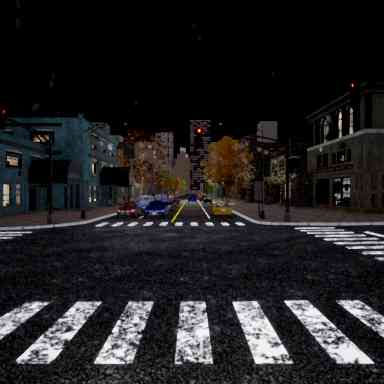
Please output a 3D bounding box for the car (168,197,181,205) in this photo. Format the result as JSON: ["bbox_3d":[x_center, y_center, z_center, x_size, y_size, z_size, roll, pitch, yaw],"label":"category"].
[{"bbox_3d":[-3.068,1.589,58.586,1.895,1.301,4.718,0,0,0],"label":"car"}]

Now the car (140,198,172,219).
[{"bbox_3d":[-3.121,1.520,29.660,1.812,1.442,4.674,0,0,0],"label":"car"}]

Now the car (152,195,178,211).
[{"bbox_3d":[-3.104,1.484,38.859,2.128,1.511,4.902,0,0,0],"label":"car"}]

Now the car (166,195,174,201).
[{"bbox_3d":[-5.705,1.526,85.868,1.887,1.381,4.507,0,0,0],"label":"car"}]

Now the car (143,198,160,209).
[{"bbox_3d":[-5.699,1.536,47.045,1.887,1.381,4.507,0,0,0],"label":"car"}]

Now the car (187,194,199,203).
[{"bbox_3d":[0.057,1.463,70.837,1.882,1.535,5.008,0,0,0],"label":"car"}]

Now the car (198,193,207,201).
[{"bbox_3d":[2.673,1.296,85.870,2.192,1.841,5.009,-1,0,0],"label":"car"}]

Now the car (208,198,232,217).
[{"bbox_3d":[2.683,1.520,30.577,1.752,1.417,4.829,-1,0,0],"label":"car"}]

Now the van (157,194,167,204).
[{"bbox_3d":[-5.703,1.328,63.683,1.690,1.788,3.998,0,0,0],"label":"van"}]

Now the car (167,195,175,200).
[{"bbox_3d":[-5.706,1.562,91.414,1.802,1.307,4.206,0,0,0],"label":"car"}]

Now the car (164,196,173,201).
[{"bbox_3d":[-5.704,1.549,80.322,1.947,1.339,4.313,0,0,0],"label":"car"}]

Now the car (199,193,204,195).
[{"bbox_3d":[2.677,1.550,74.777,1.947,1.339,4.313,-1,0,0],"label":"car"}]

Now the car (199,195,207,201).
[{"bbox_3d":[2.677,1.528,80.323,1.887,1.381,4.507,-1,0,0],"label":"car"}]

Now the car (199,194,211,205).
[{"bbox_3d":[2.680,1.539,58.138,2.008,1.369,4.403,-1,0,0],"label":"car"}]

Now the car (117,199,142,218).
[{"bbox_3d":[-5.696,1.576,30.405,1.802,1.307,4.206,0,0,0],"label":"car"}]

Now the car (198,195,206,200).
[{"bbox_3d":[2.675,1.524,91.416,1.887,1.381,4.507,-1,0,0],"label":"car"}]

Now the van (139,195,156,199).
[{"bbox_3d":[-5.700,1.333,41.497,1.690,1.788,3.998,0,0,0],"label":"van"}]

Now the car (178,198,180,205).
[{"bbox_3d":[-3.098,1.555,48.768,1.994,1.385,4.181,0,0,0],"label":"car"}]
